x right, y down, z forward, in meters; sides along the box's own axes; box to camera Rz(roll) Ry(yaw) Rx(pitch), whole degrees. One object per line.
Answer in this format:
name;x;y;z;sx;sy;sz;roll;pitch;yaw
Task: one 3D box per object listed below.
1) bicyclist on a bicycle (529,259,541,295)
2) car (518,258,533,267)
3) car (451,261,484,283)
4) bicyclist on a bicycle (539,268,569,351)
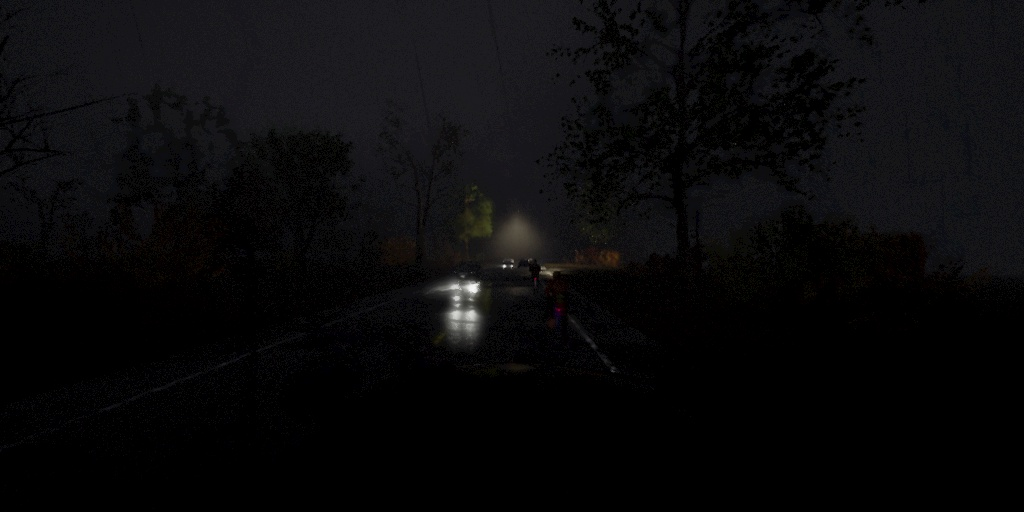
bicyclist on a bicycle;1.163;1.020;18.045;0.659;1.776;1.843;0;1;1
car;2.023;1.061;55.894;1.994;1.385;4.181;0;0;4
car;-3.174;1.097;26.282;2.128;1.511;4.902;0;0;2
bicyclist on a bicycle;1.008;1.161;7.910;0.582;1.620;1.656;0;0;1
